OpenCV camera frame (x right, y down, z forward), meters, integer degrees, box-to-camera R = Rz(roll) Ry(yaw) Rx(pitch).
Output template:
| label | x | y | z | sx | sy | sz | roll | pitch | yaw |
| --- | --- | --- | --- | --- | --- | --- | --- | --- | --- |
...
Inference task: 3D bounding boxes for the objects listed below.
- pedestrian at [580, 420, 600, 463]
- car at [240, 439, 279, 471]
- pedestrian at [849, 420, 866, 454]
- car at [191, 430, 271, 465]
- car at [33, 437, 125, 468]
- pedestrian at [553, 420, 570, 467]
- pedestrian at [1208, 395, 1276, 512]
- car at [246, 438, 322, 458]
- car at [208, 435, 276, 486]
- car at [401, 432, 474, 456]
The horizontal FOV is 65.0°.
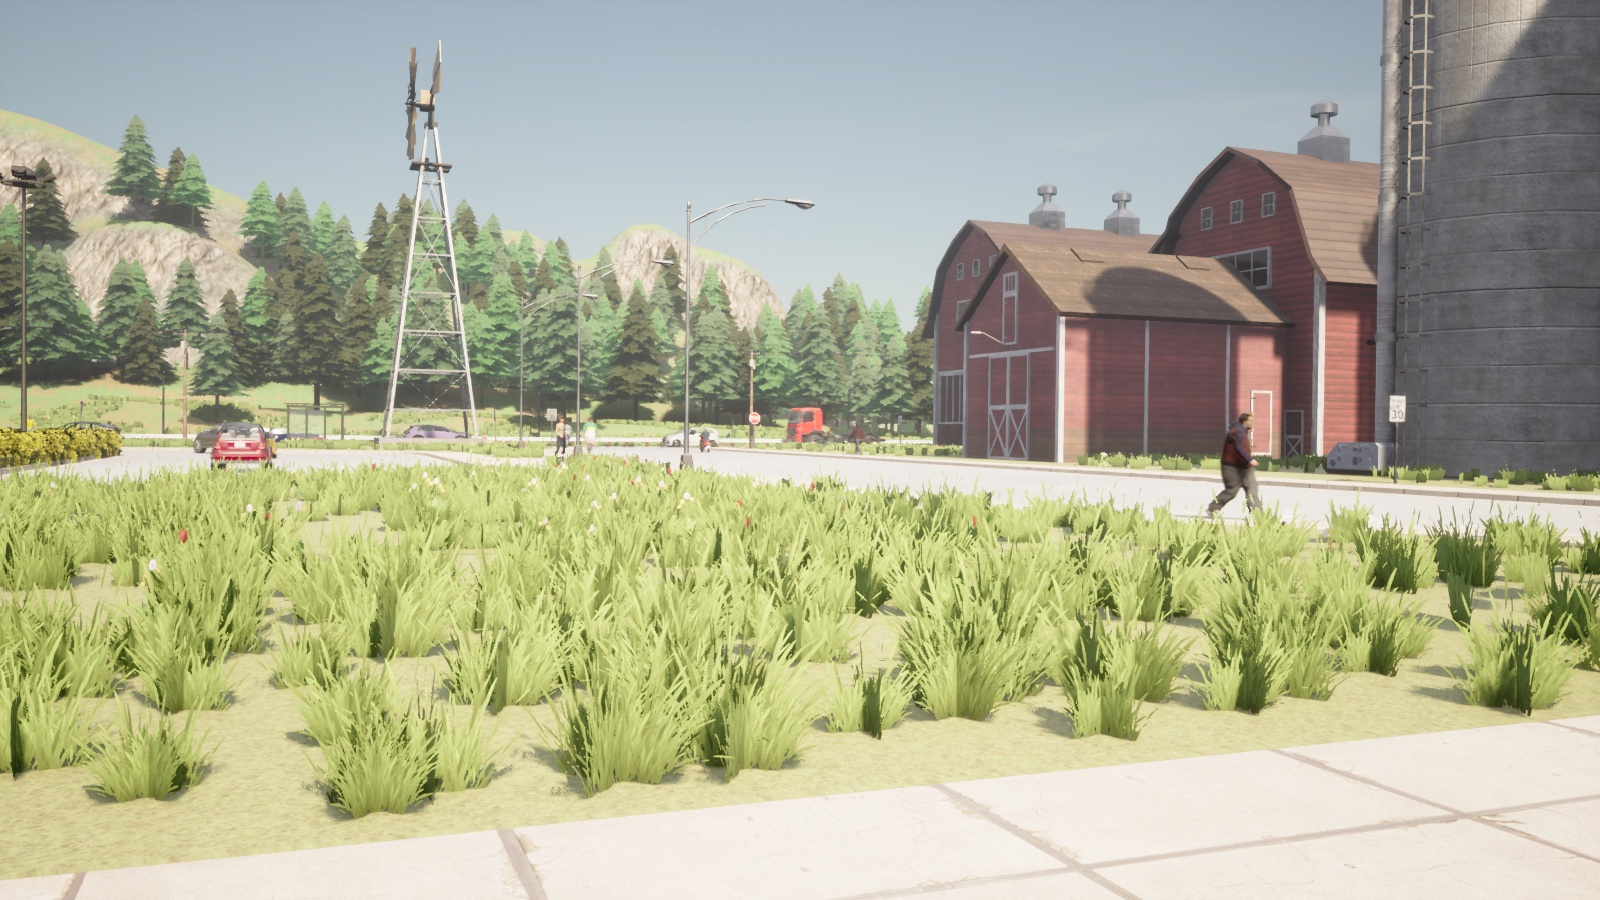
| label | x | y | z | sx | sy | sz | roll | pitch | yaw |
| --- | --- | --- | --- | --- | --- | --- | --- | --- | --- |
| pedestrian | -9.678 | -0.383 | 57.832 | 0.659 | 1.952 | 0.873 | -1 | 1 | -25 |
| car | -23.954 | 0.206 | 55.671 | 1.481 | 1.376 | 2.207 | -1 | 1 | -22 |
| pedestrian | 3.224 | -0.726 | 70.350 | 0.634 | 1.844 | 0.899 | -1 | 1 | -22 |
| car | -28.754 | -0.144 | 63.395 | 2.152 | 1.651 | 5.027 | -1 | 1 | -43 |
| car | -37.374 | 0.121 | 65.144 | 3.705 | 1.549 | 1.789 | -1 | 1 | -8 |
| pedestrian | -9.451 | -0.253 | 49.745 | 0.345 | 1.836 | 0.594 | -1 | 1 | -42 |
| pedestrian | 7.127 | 0.047 | 20.262 | 0.899 | 1.844 | 0.634 | 0 | 1 | 34 |
| car | -35.537 | -0.126 | 86.605 | 4.718 | 1.301 | 1.895 | -1 | 1 | -21 |
| car | -18.141 | 0.307 | 40.939 | 1.789 | 1.549 | 3.705 | -1 | 1 | -20 |
| car | -26.073 | -0.458 | 90.220 | 4.856 | 1.649 | 2.033 | -1 | 1 | -21 |
